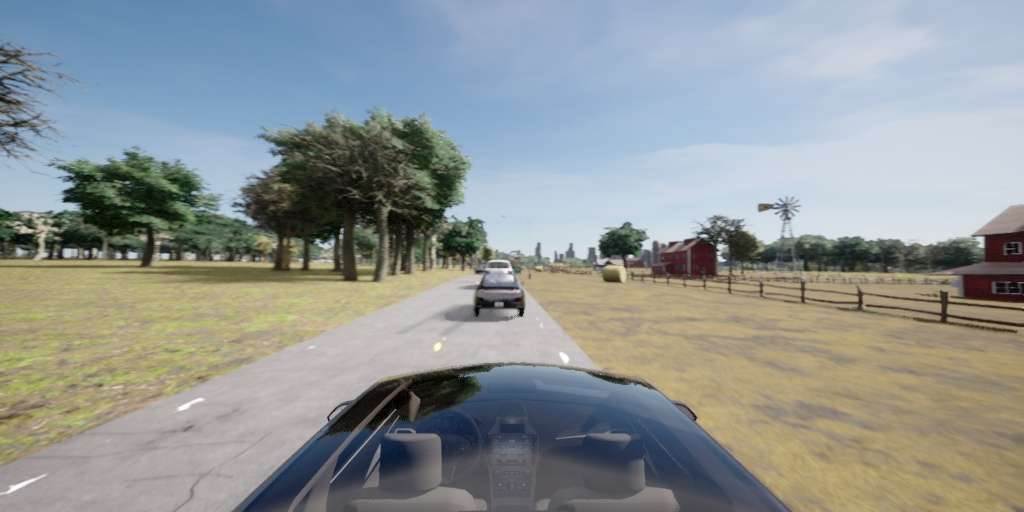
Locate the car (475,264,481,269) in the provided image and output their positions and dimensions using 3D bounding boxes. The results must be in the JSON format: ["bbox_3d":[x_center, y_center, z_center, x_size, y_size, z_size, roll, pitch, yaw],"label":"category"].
[{"bbox_3d":[-5.086,2.188,59.518,2.097,1.767,4.553,1,-2,-2],"label":"car"}]

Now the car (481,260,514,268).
[{"bbox_3d":[-1.034,1.368,28.061,2.150,2.045,5.566,1,-1,-2],"label":"car"}]

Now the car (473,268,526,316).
[{"bbox_3d":[-0.497,1.420,14.239,2.128,1.511,4.902,1,-1,-2],"label":"car"}]

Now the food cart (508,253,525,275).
[{"bbox_3d":[0.826,1.370,59.882,2.280,3.560,4.660,0,0,-2],"label":"food cart"}]
